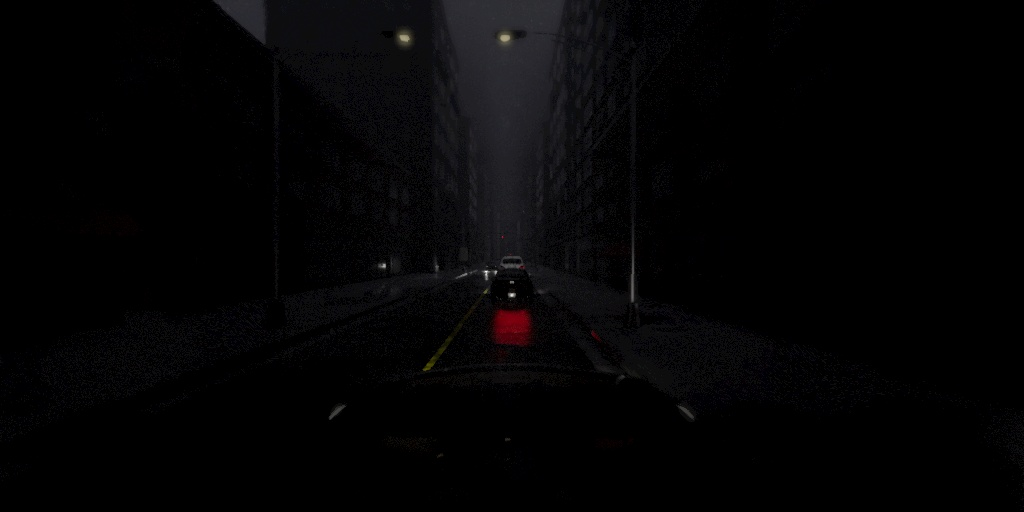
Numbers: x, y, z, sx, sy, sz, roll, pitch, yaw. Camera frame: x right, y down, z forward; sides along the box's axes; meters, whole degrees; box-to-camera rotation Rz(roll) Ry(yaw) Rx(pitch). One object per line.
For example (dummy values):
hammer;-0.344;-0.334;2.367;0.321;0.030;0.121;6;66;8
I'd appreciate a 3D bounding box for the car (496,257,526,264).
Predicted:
car;0.001;1.073;31.533;2.150;2.045;5.566;0;0;0

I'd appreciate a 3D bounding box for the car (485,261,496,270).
car;-2.999;1.460;54.503;1.837;1.490;4.892;0;0;0

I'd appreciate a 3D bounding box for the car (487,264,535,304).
car;0.001;1.287;16.502;1.837;1.490;4.892;0;0;0
